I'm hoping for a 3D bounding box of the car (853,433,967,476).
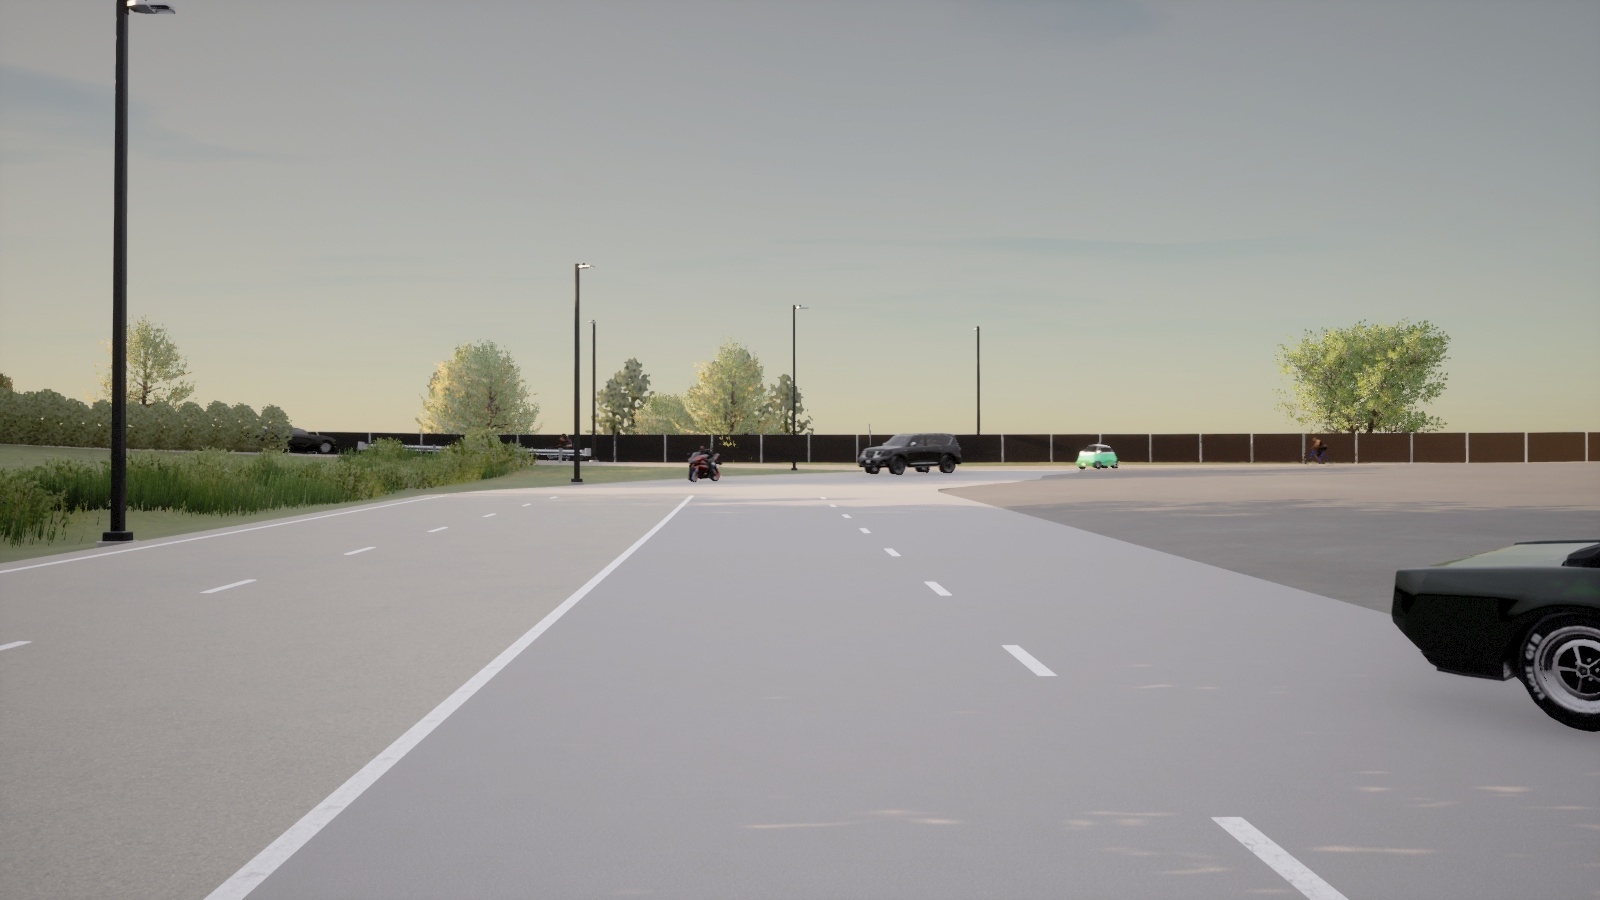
[{"bbox_3d":[5.494,0.185,62.327,5.566,2.045,2.150,-1,1,-36],"label":"car"}]

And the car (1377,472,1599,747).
[{"bbox_3d":[5.591,0.800,6.045,1.895,1.301,4.718,-4,1,-39],"label":"car"}]

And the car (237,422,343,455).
[{"bbox_3d":[-27.676,-0.592,68.280,1.882,1.535,5.008,-1,-3,44],"label":"car"}]

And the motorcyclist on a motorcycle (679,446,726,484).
[{"bbox_3d":[-3.956,0.587,51.102,0.866,1.530,2.191,0,0,29],"label":"motorcyclist on a motorcycle"}]

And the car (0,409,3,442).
[{"bbox_3d":[-36.738,-1.144,53.896,1.816,1.474,4.193,0,-2,12],"label":"car"}]

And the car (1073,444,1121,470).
[{"bbox_3d":[16.523,0.408,69.857,2.207,1.376,1.481,0,-1,-31],"label":"car"}]

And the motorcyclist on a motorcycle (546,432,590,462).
[{"bbox_3d":[-13.468,-0.174,72.811,2.350,1.649,0.766,2,-1,1],"label":"motorcyclist on a motorcycle"}]
